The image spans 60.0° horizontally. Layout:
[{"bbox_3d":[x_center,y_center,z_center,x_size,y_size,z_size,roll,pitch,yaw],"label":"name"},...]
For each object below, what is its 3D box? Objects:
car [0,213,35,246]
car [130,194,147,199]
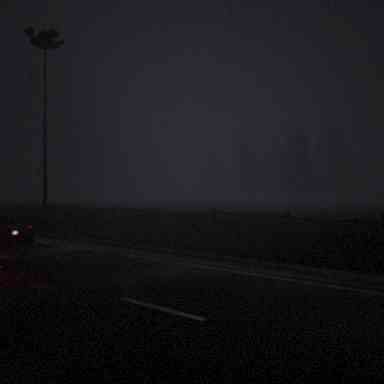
[{"bbox_3d":[-8.737,1.607,14.521,4.181,1.385,1.994,0,0,35],"label":"car"},{"bbox_3d":[-13.487,1.375,84.271,4.605,1.855,1.932,0,0,35],"label":"car"}]
